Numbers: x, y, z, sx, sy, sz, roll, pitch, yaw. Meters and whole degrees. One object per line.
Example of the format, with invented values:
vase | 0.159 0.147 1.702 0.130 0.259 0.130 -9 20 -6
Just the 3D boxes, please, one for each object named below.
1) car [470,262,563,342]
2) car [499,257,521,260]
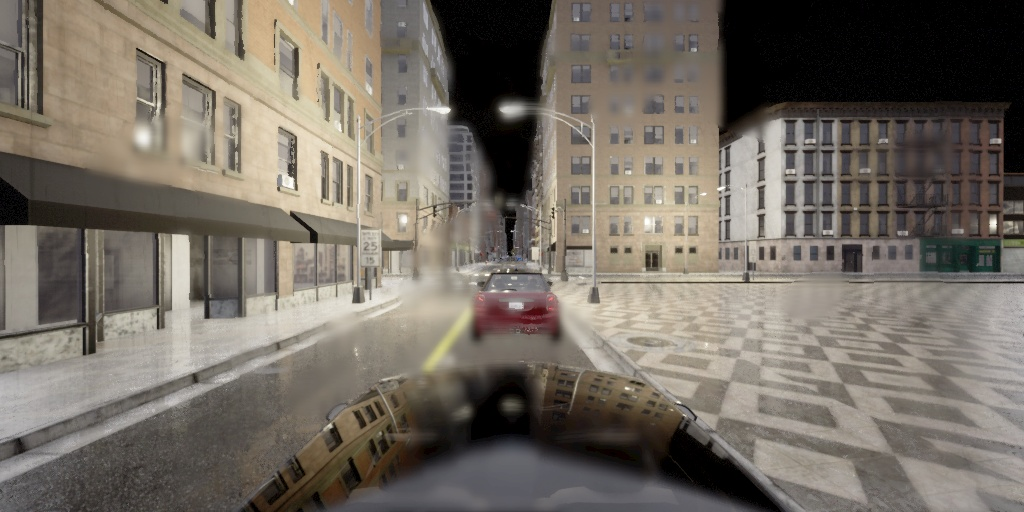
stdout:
car | 0.106 1.101 9.932 2.097 1.767 4.553 0 0 0
car | 0.057 1.100 19.748 2.097 1.767 4.553 0 0 -1
